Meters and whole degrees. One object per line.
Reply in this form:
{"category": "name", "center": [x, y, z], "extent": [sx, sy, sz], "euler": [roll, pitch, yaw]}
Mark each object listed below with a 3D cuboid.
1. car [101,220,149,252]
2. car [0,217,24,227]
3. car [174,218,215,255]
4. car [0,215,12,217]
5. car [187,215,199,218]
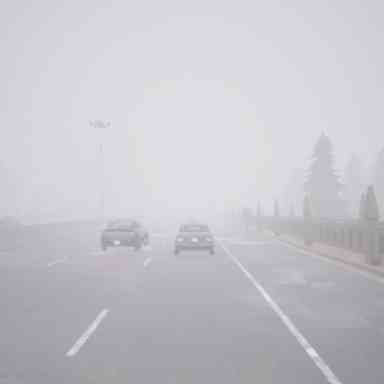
{"category": "car", "center": [-3.397, 2.212, 17.509], "extent": [2.128, 1.511, 4.902], "euler": [0, -3, 0]}
{"category": "car", "center": [-14.001, 2.736, 24.701], "extent": [1.895, 1.301, 4.718], "euler": [0, -3, 0]}
{"category": "car", "center": [0.103, 2.205, 16.412], "extent": [2.033, 1.411, 5.357], "euler": [0, -3, 0]}
{"category": "car", "center": [-20.994, 3.326, 36.497], "extent": [1.882, 1.535, 5.008], "euler": [0, -3, 0]}
{"category": "car", "center": [0.107, 3.493, 39.237], "extent": [1.812, 1.442, 4.674], "euler": [0, -3, 0]}
